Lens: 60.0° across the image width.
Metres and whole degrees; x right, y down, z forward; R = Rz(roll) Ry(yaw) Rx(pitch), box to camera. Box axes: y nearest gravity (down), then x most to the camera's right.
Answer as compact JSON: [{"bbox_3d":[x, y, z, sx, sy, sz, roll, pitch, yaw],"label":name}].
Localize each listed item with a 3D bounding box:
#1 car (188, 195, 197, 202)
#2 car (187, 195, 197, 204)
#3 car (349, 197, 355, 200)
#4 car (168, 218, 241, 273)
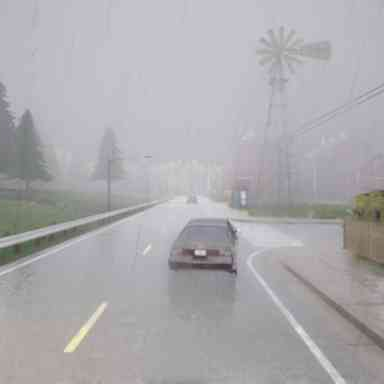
[{"bbox_3d":[0.050,1.359,72.847,1.837,1.490,4.892,0,0,0],"label":"car"},{"bbox_3d":[0.042,1.484,62.471,2.128,1.511,4.902,0,0,0],"label":"car"},{"bbox_3d":[27.489,1.499,55.479,1.816,1.474,4.193,0,0,0],"label":"car"},{"bbox_3d":[0.566,1.546,10.718,2.033,1.411,5.357,0,0,8],"label":"car"}]
